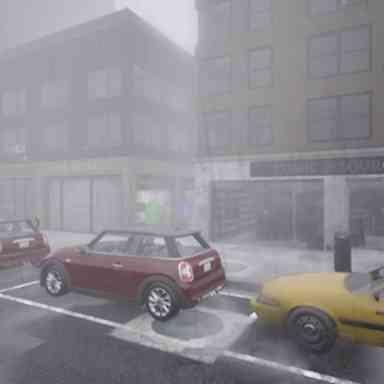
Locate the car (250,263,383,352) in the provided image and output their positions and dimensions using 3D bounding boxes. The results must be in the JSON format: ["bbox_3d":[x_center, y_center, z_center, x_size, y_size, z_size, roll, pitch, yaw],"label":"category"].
[{"bbox_3d":[3.276,1.528,4.652,4.829,1.417,1.752,0,0,29],"label":"car"}]

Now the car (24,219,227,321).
[{"bbox_3d":[-1.404,1.443,7.252,4.097,1.590,1.967,0,0,29],"label":"car"}]

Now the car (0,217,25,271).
[{"bbox_3d":[-6.232,1.442,9.935,4.097,1.590,1.967,0,0,29],"label":"car"}]
